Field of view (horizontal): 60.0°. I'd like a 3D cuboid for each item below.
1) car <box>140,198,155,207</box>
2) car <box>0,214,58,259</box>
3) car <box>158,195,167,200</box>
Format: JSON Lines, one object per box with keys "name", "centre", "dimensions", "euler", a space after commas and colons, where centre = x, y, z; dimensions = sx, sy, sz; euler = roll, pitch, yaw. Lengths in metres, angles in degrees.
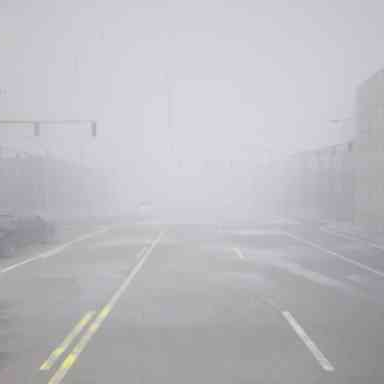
{"name": "car", "centre": [-7.004, 1.684, 52.761], "dimensions": [1.994, 1.385, 4.181], "euler": [0, 0, 0]}
{"name": "car", "centre": [-7.044, 1.562, 12.917], "dimensions": [2.033, 1.411, 5.357], "euler": [0, 0, 0]}
{"name": "car", "centre": [-6.998, 1.453, 79.047], "dimensions": [1.882, 1.535, 5.008], "euler": [0, 0, 0]}
